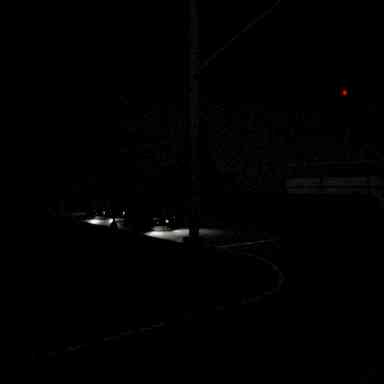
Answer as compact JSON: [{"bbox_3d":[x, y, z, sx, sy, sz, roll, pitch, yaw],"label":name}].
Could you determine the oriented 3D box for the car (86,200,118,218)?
[{"bbox_3d":[-8.424,1.505,30.059,1.837,1.490,4.892,0,0,-26],"label":"car"}]

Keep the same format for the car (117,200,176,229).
[{"bbox_3d":[-2.897,1.505,21.814,1.837,1.490,4.892,0,0,-36],"label":"car"}]
